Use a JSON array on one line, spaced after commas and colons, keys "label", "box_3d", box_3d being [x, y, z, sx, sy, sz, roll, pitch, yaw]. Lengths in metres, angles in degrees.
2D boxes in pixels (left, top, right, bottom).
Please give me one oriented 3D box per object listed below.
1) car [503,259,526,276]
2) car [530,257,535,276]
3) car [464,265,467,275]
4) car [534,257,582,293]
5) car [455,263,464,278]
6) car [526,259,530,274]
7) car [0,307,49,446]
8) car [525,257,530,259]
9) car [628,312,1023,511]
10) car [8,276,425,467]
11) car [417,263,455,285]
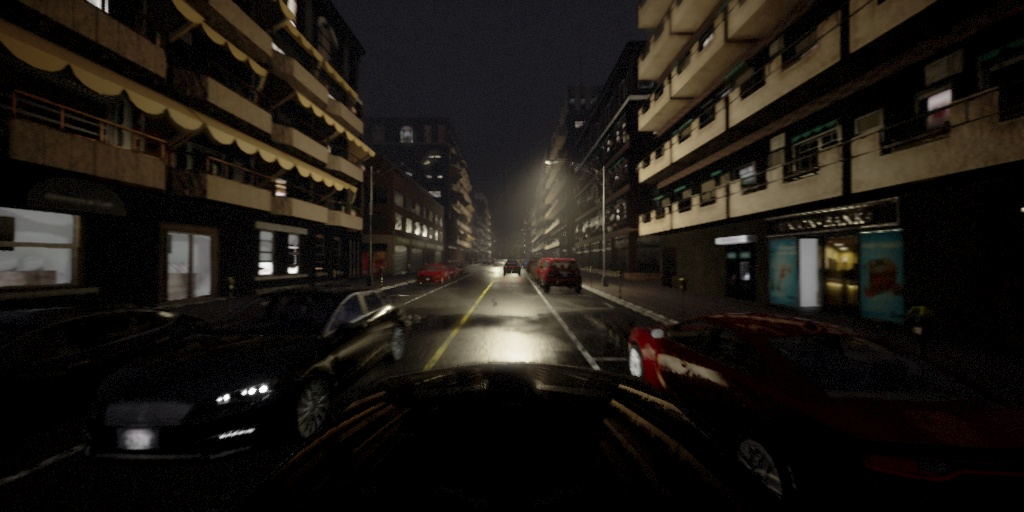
[{"label": "car", "box_3d": [0.017, 1.245, 37.025, 2.128, 1.511, 4.902, 0, 0, 0]}, {"label": "car", "box_3d": [2.702, 1.066, 26.284, 2.192, 1.841, 5.009, 0, 0, 0]}, {"label": "car", "box_3d": [-5.675, 1.335, 37.470, 1.802, 1.307, 4.207, 0, 0, 0]}, {"label": "car", "box_3d": [2.699, 1.066, 20.714, 2.192, 1.841, 5.009, 0, 0, 0]}, {"label": "car", "box_3d": [-5.677, 1.335, 31.899, 1.802, 1.307, 4.207, 0, 0, 0]}, {"label": "car", "box_3d": [2.706, 1.278, 37.596, 1.751, 1.417, 4.829, 0, 0, 0]}, {"label": "car", "box_3d": [-5.688, 1.316, 4.043, 1.948, 1.339, 4.313, 0, 0, 0]}, {"label": "car", "box_3d": [2.708, 1.068, 42.998, 2.192, 1.841, 5.009, 0, 0, 0]}, {"label": "car", "box_3d": [2.693, 1.295, 4.000, 1.888, 1.381, 4.507, 0, 0, 0]}, {"label": "car", "box_3d": [-3.046, 1.242, 5.394, 2.128, 1.511, 4.902, 0, 0, 1]}, {"label": "car", "box_3d": [-5.679, 1.297, 26.328, 1.888, 1.381, 4.507, 0, 0, 0]}]
